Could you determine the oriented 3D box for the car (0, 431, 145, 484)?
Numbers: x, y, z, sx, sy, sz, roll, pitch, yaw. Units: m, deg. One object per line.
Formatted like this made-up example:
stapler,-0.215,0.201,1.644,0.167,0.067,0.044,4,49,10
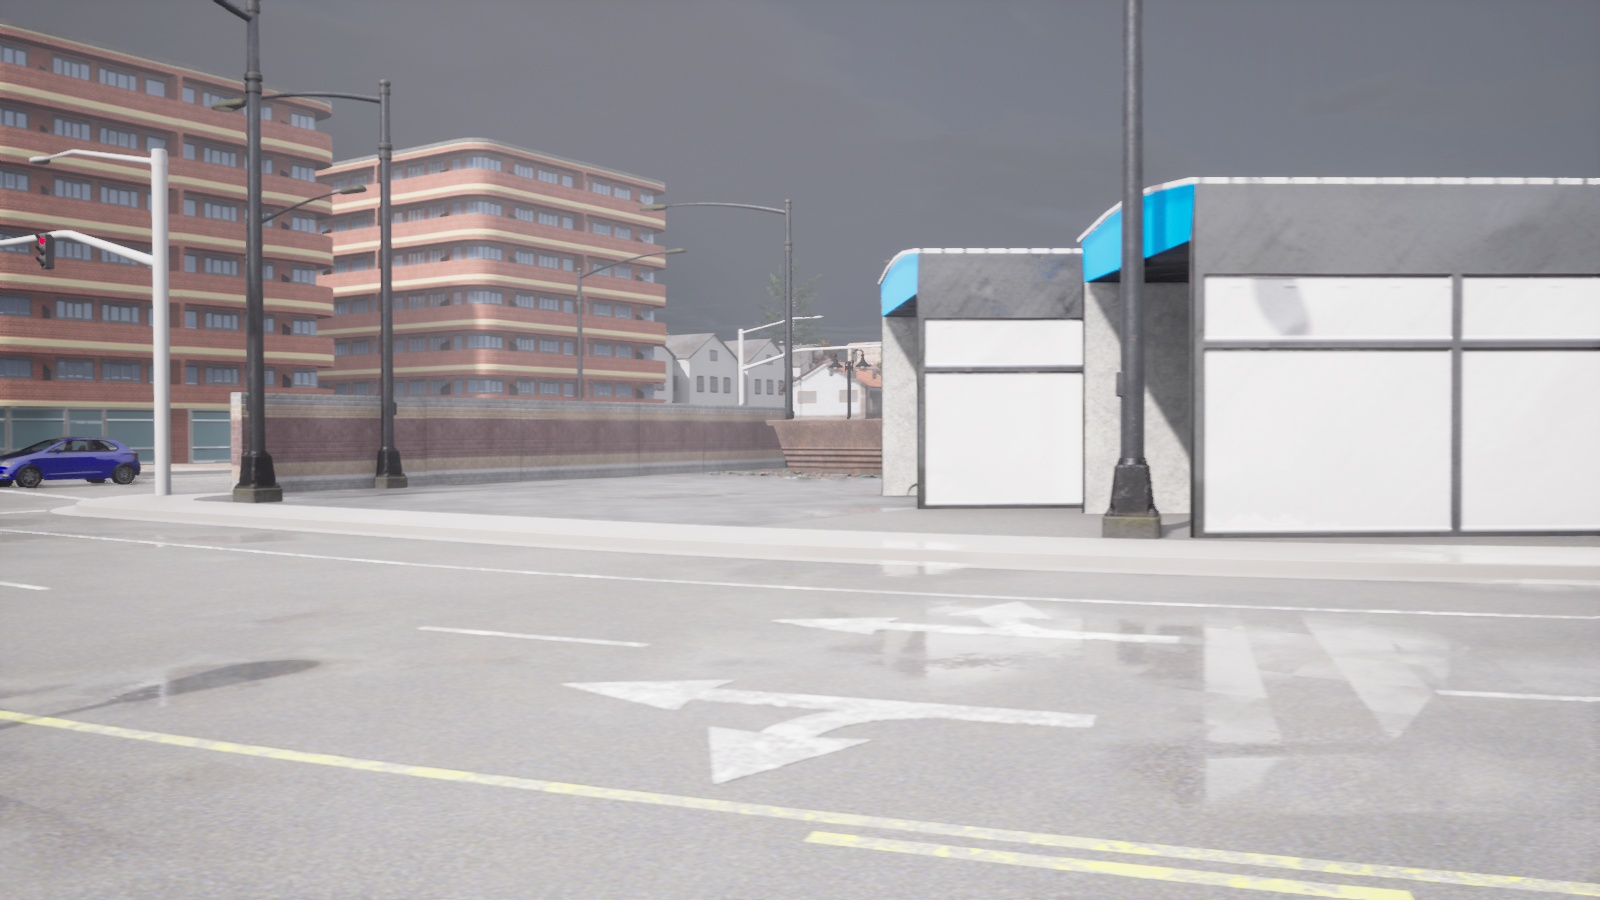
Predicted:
car,-22.063,0.182,37.396,1.816,1.474,4.193,1,1,32
